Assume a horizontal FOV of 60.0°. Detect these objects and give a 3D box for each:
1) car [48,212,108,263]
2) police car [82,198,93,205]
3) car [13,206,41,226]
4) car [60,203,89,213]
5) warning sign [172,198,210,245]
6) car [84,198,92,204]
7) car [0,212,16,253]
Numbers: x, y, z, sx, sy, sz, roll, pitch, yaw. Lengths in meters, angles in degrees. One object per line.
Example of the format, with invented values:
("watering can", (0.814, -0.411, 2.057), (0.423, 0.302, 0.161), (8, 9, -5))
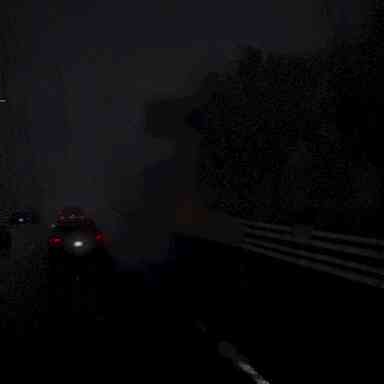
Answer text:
("car", (-4.416, 1.692, 12.803), (1.994, 1.385, 4.181), (-1, 0, -20))
("police car", (-25.482, 2.261, 80.381), (1.930, 1.638, 5.238), (-1, 0, -16))
("car", (-13.024, 1.851, 26.111), (1.812, 1.442, 4.674), (-1, 0, -19))
("car", (-8.803, 1.799, 24.600), (2.033, 1.411, 5.357), (-1, 0, -19))
("warning sign", (-0.059, 1.179, 13.970), (1.300, 1.860, 1.060), (-1, 0, -21))
("car", (-28.032, 2.465, 89.806), (1.812, 1.442, 4.674), (-1, 0, -15))
("car", (-7.888, 1.705, 12.102), (1.812, 1.442, 4.674), (-1, 0, -20))
